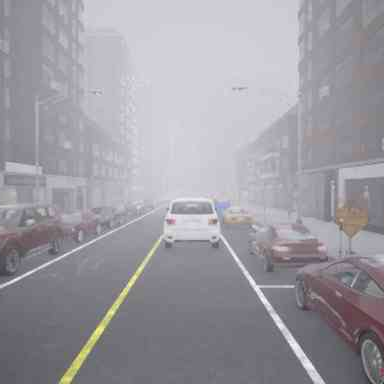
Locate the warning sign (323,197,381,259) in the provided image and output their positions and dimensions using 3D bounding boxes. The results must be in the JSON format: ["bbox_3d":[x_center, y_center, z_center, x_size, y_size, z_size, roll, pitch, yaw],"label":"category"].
[{"bbox_3d":[5.077,1.113,10.649,1.300,1.860,1.060,1,1,0],"label":"warning sign"}]

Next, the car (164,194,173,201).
[{"bbox_3d":[-5.675,1.433,82.011,1.967,1.590,4.097,-1,0,0],"label":"car"}]

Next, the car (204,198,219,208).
[{"bbox_3d":[2.851,1.549,48.983,2.008,1.369,4.403,-1,0,0],"label":"car"}]

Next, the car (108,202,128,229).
[{"bbox_3d":[-5.675,1.563,21.426,1.947,1.339,4.313,-1,0,0],"label":"car"}]

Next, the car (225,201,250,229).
[{"bbox_3d":[2.850,1.523,21.623,1.752,1.417,4.829,-1,0,0],"label":"car"}]

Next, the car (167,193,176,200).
[{"bbox_3d":[-5.676,1.301,93.027,2.192,1.841,5.009,-1,0,0],"label":"car"}]

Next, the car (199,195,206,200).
[{"bbox_3d":[2.852,1.552,93.034,1.947,1.339,4.313,-1,0,0],"label":"car"}]

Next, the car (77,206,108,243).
[{"bbox_3d":[-5.675,1.542,15.919,1.887,1.381,4.507,-1,0,0],"label":"car"}]

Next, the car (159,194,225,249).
[{"bbox_3d":[0.000,1.256,14.681,2.150,2.045,5.566,0,0,0],"label":"car"}]

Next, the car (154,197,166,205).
[{"bbox_3d":[-5.674,1.582,59.980,1.802,1.307,4.206,-1,0,0],"label":"car"}]

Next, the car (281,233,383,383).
[{"bbox_3d":[2.851,1.581,4.934,1.802,1.307,4.206,-1,0,0],"label":"car"}]

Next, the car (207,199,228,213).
[{"bbox_3d":[2.851,1.548,37.971,2.008,1.369,4.403,-1,0,0],"label":"car"}]

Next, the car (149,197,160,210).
[{"bbox_3d":[-5.675,1.564,43.457,1.947,1.339,4.313,-1,0,0],"label":"car"}]

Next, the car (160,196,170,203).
[{"bbox_3d":[-5.674,1.580,70.995,1.802,1.307,4.206,-1,0,0],"label":"car"}]

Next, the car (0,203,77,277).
[{"bbox_3d":[-5.677,1.313,10.411,2.192,1.841,5.009,-1,0,0],"label":"car"}]

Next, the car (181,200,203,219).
[{"bbox_3d":[0.000,1.531,29.652,1.812,1.442,4.674,0,0,0],"label":"car"}]

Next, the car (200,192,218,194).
[{"bbox_3d":[2.848,1.314,54.489,2.192,1.841,5.009,-1,0,0],"label":"car"}]

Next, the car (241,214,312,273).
[{"bbox_3d":[2.851,1.580,10.440,1.802,1.307,4.206,-1,0,0],"label":"car"}]

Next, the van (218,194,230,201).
[{"bbox_3d":[2.848,1.338,32.465,1.690,1.788,3.998,-1,0,0],"label":"van"}]

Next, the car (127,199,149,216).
[{"bbox_3d":[-5.676,1.437,32.441,1.967,1.590,4.097,-1,0,0],"label":"car"}]

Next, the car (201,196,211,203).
[{"bbox_3d":[2.851,1.564,71.008,1.947,1.339,4.313,-1,0,0],"label":"car"}]
